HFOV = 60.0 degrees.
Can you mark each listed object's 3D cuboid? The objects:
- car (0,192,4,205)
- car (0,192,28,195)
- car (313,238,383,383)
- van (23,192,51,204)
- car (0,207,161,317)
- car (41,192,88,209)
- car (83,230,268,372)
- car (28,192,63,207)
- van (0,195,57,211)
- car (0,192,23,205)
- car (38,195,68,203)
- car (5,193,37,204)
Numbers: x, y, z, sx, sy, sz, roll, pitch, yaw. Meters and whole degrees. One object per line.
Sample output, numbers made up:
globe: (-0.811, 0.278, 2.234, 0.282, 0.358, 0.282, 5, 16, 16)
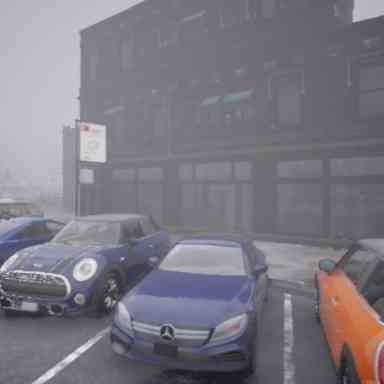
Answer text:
car: (-32.956, 1.031, 52.541, 5.566, 2.045, 2.435, -1, 0, 14)
car: (-22.267, 1.089, 38.008, 5.566, 2.045, 2.435, 1, 0, 14)
car: (2.767, 1.360, 4.142, 2.185, 1.767, 4.553, 0, -1, 16)
van: (-27.966, 1.061, 60.081, 4.442, 1.987, 1.878, -1, 0, 14)
car: (-2.086, 1.336, 7.700, 2.185, 1.767, 4.553, 1, 0, 15)
car: (-17.352, 1.092, 45.360, 5.566, 2.045, 2.435, 1, 1, 14)
car: (0.340, 1.513, 5.922, 2.002, 1.452, 4.674, 1, 0, 16)
car: (-19.010, 1.091, 42.909, 5.566, 2.045, 2.435, 1, 1, 14)
van: (-6.961, 1.213, 11.280, 1.878, 1.987, 4.442, 0, -1, 15)
car: (-31.209, 1.032, 55.054, 5.566, 2.045, 2.435, -1, -1, 14)
car: (-26.163, 1.288, 62.565, 4.892, 1.521, 2.231, -1, -1, 14)
car: (-29.573, 1.159, 57.567, 4.553, 1.767, 2.185, -1, -1, 14)
